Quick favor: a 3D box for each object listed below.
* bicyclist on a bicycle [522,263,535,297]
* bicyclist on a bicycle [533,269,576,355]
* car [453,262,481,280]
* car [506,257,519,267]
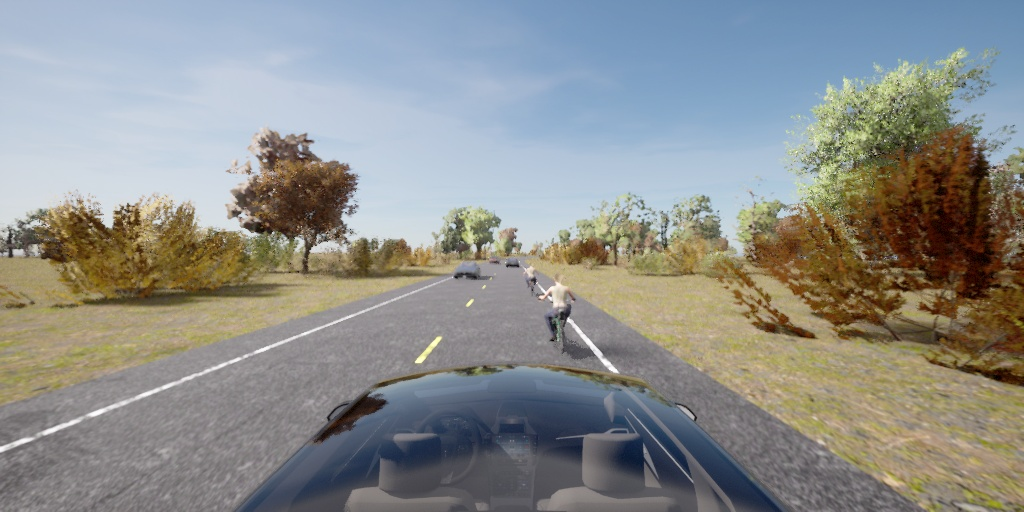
[{"bbox_3d":[0.942,1.129,17.533,0.866,1.612,1.509,0,0,0],"label":"bicyclist on a bicycle"},{"bbox_3d":[0.984,1.166,7.655,0.866,1.612,1.509,0,0,0],"label":"bicyclist on a bicycle"},{"bbox_3d":[-3.597,1.190,29.833,2.033,1.411,5.357,0,0,0],"label":"car"},{"bbox_3d":[0.105,1.078,56.881,1.994,1.385,4.181,0,0,0],"label":"car"}]
